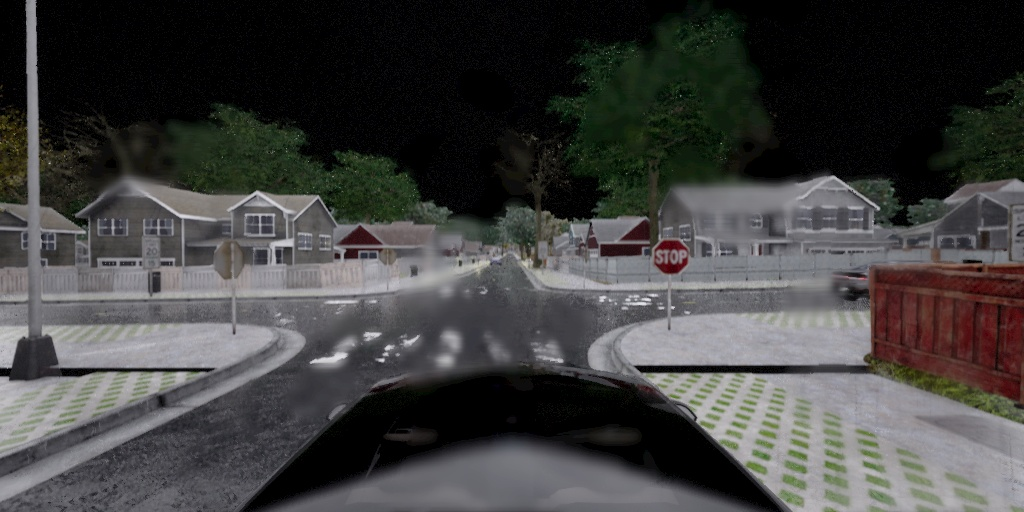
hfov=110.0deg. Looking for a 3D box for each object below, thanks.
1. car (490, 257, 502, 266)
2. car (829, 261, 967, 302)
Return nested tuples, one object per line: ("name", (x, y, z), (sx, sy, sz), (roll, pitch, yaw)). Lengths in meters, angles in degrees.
("car", (-2.758, 0.913, 61.684), (1.812, 1.442, 4.674), (0, 0, 0))
("car", (13.925, 0.930, 12.430), (4.902, 1.511, 2.128), (-1, 0, -1))
